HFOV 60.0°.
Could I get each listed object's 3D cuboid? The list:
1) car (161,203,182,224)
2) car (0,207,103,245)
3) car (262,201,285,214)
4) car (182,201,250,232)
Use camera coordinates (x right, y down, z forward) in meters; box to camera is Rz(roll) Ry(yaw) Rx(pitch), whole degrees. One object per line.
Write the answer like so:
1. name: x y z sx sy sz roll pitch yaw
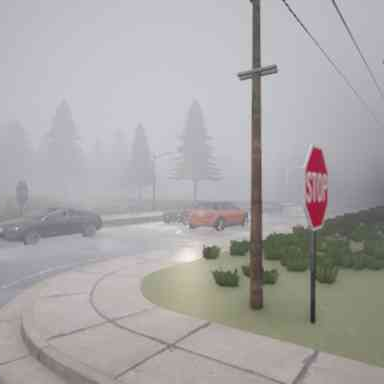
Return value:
1. car: -0.202 1.496 24.106 1.837 1.490 4.892 0 0 36
2. car: -6.510 1.482 15.587 2.128 1.511 4.902 0 0 36
3. car: 8.093 1.591 35.294 1.895 1.301 4.718 0 0 37
4. car: 1.779 1.345 20.600 2.097 1.767 4.553 0 0 37
